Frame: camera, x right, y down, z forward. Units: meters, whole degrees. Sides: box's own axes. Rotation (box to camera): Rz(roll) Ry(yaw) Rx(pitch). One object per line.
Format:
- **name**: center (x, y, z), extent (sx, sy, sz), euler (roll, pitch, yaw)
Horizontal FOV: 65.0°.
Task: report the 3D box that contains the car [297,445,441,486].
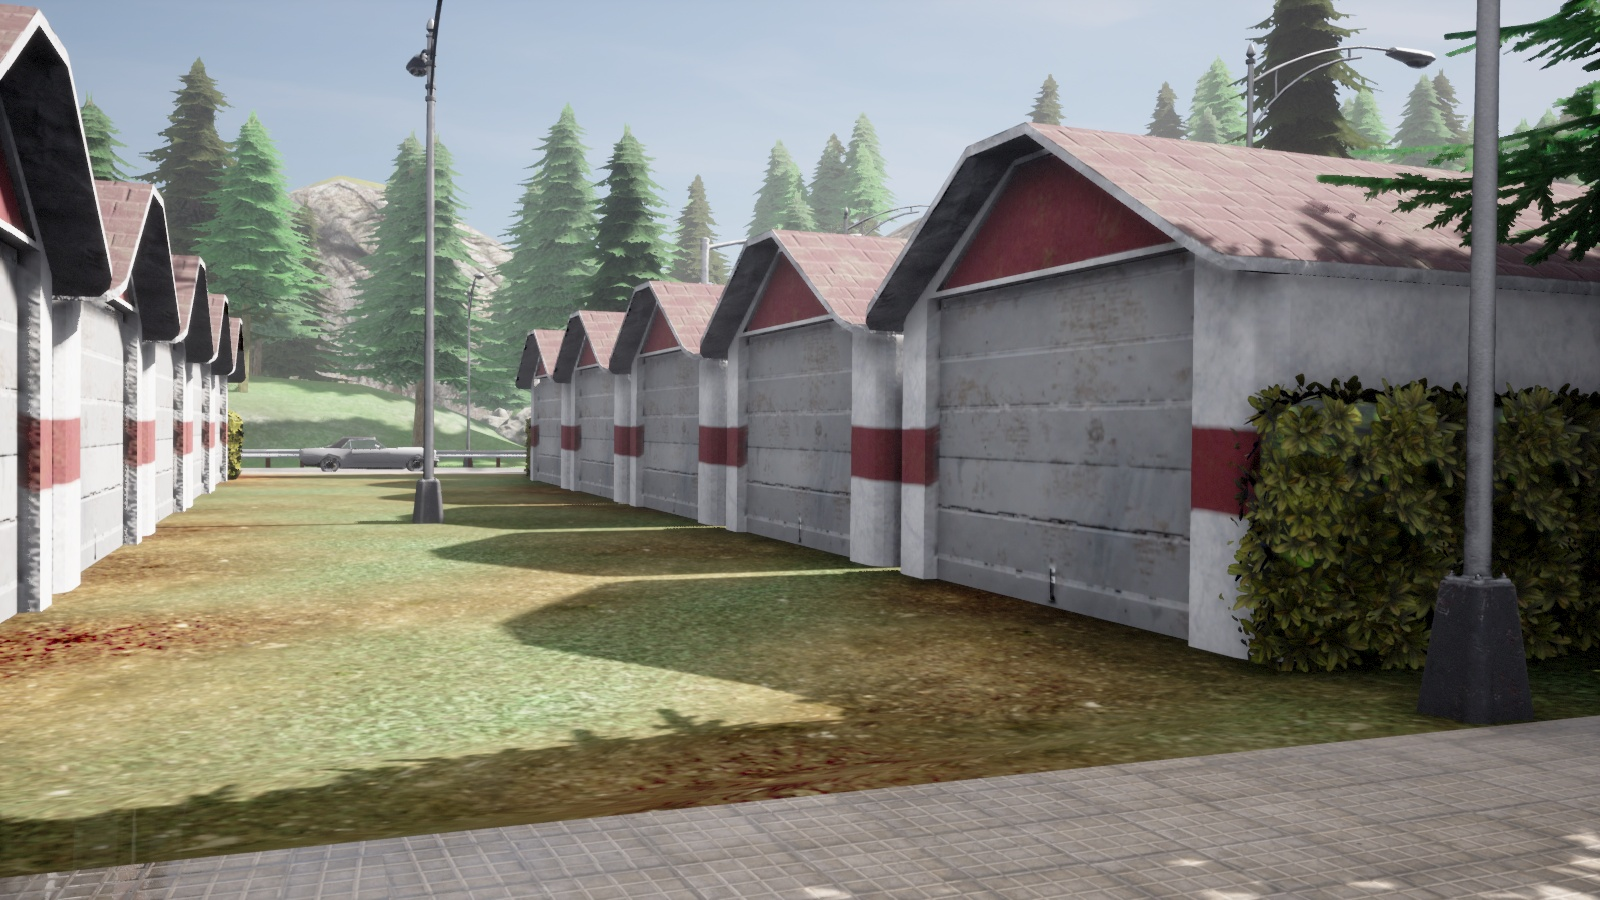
- **car**: center (-15.294, 0.516, 44.639), extent (4.718, 1.301, 1.895), euler (-1, 1, -20)
